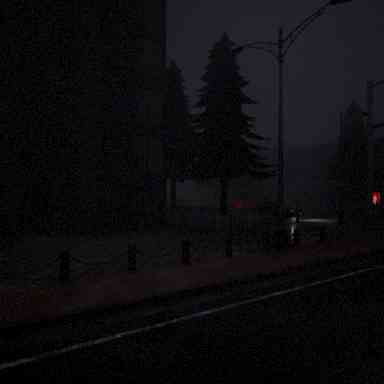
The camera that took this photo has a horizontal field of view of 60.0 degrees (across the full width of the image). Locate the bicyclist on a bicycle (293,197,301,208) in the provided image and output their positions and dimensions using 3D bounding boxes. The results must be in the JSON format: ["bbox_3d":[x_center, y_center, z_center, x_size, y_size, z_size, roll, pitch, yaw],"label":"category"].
[{"bbox_3d":[11.559,1.316,36.665,1.656,1.620,0.582,0,0,-37],"label":"bicyclist on a bicycle"}]

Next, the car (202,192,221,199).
[{"bbox_3d":[5.304,1.112,92.476,1.932,1.855,4.605,0,0,-37],"label":"car"}]

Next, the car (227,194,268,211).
[{"bbox_3d":[6.255,1.236,37.418,2.150,2.045,5.566,0,0,-37],"label":"car"}]

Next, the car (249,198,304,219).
[{"bbox_3d":[7.616,1.541,29.505,1.812,1.442,4.674,0,0,-38],"label":"car"}]

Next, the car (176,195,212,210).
[{"bbox_3d":[-0.279,1.493,39.959,1.882,1.535,5.008,0,1,-37],"label":"car"}]

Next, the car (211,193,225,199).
[{"bbox_3d":[7.394,1.092,94.536,1.905,1.878,3.866,0,0,-37],"label":"car"}]
